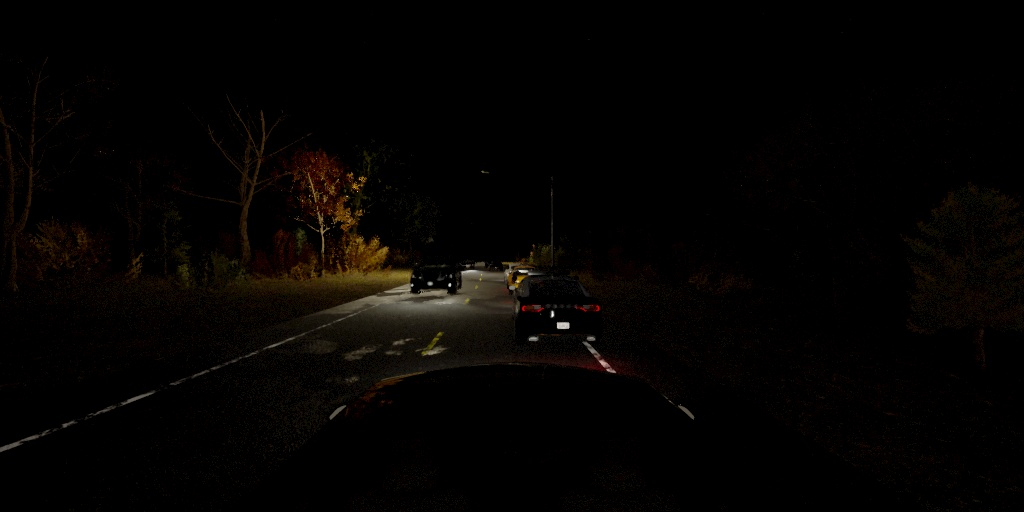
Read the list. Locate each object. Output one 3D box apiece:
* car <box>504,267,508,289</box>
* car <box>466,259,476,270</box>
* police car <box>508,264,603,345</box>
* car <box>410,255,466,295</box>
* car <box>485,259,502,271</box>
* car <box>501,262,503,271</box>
[{"bbox_3d":[0.667,1.200,19.813,1.801,1.575,5.366,0,0,-2],"label":"car"},{"bbox_3d":[-6.162,1.218,50.976,2.128,1.511,4.902,0,0,-6],"label":"car"},{"bbox_3d":[0.964,1.174,9.681,1.930,1.638,5.238,0,0,-1],"label":"police car"},{"bbox_3d":[-4.016,0.966,19.897,2.150,2.045,5.566,0,0,-2],"label":"car"},{"bbox_3d":[-2.225,1.234,47.638,1.837,1.490,4.892,0,0,-5],"label":"car"},{"bbox_3d":[0.401,1.264,25.651,1.812,1.442,4.674,0,0,-3],"label":"car"}]
